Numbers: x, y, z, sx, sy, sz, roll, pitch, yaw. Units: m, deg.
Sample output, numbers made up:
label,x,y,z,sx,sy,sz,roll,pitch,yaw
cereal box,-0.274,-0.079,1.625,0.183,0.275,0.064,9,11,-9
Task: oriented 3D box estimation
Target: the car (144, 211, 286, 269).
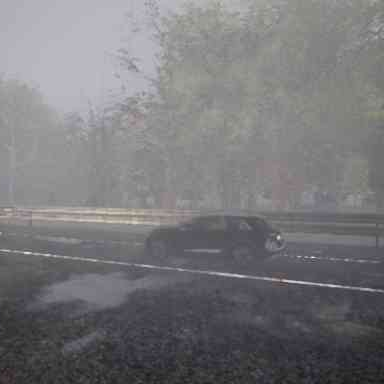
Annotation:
label,x,y,z,sx,sy,sz,roll,pitch,yaw
car,0.673,1.484,11.323,4.856,1.649,2.033,0,0,25
